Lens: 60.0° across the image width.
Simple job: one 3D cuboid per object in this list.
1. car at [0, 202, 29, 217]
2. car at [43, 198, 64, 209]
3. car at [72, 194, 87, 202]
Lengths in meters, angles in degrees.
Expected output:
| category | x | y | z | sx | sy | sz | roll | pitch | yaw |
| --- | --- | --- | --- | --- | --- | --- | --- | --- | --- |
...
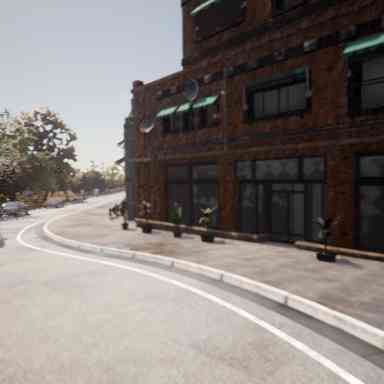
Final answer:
| category | x | y | z | sx | sy | sz | roll | pitch | yaw |
| --- | --- | --- | --- | --- | --- | --- | --- | --- | --- |
| car | -18.369 | 1.750 | 34.377 | 1.812 | 1.442 | 4.674 | -3 | 2 | -8 |
| car | -19.927 | 1.613 | 47.979 | 1.812 | 1.442 | 4.674 | -1 | 1 | -6 |
| car | -21.634 | 1.134 | 64.192 | 2.033 | 1.411 | 5.357 | -1 | 1 | -6 |
